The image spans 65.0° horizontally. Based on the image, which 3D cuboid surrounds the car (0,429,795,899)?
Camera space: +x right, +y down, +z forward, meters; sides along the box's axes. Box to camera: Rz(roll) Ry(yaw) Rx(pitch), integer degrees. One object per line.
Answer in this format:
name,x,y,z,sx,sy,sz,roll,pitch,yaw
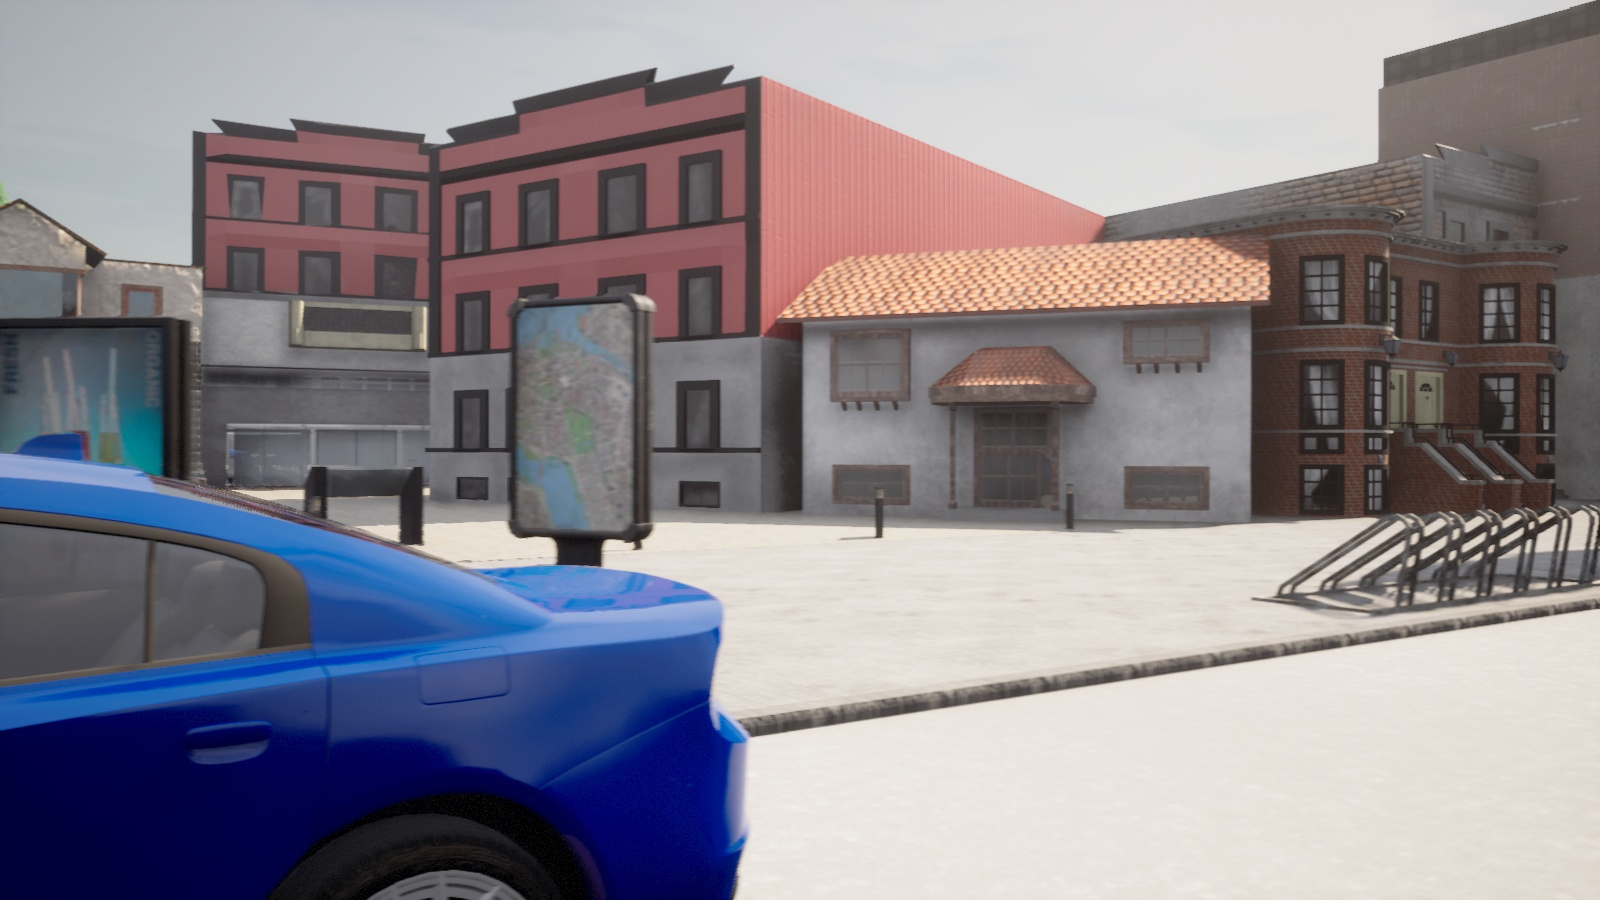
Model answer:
car,-2.605,0.734,2.454,5.008,1.535,1.882,0,0,-35
